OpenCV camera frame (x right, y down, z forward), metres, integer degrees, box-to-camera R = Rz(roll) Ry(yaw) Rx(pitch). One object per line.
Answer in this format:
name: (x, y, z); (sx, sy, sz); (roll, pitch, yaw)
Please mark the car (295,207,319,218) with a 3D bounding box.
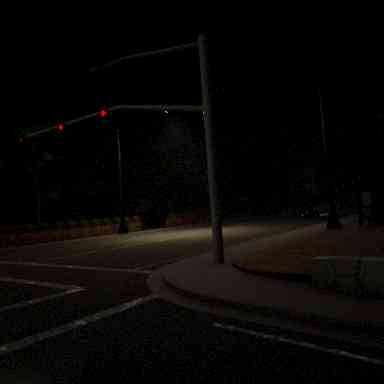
car: (15.427, 2.676, 44.257); (1.895, 1.301, 4.718); (-6, -4, 37)
